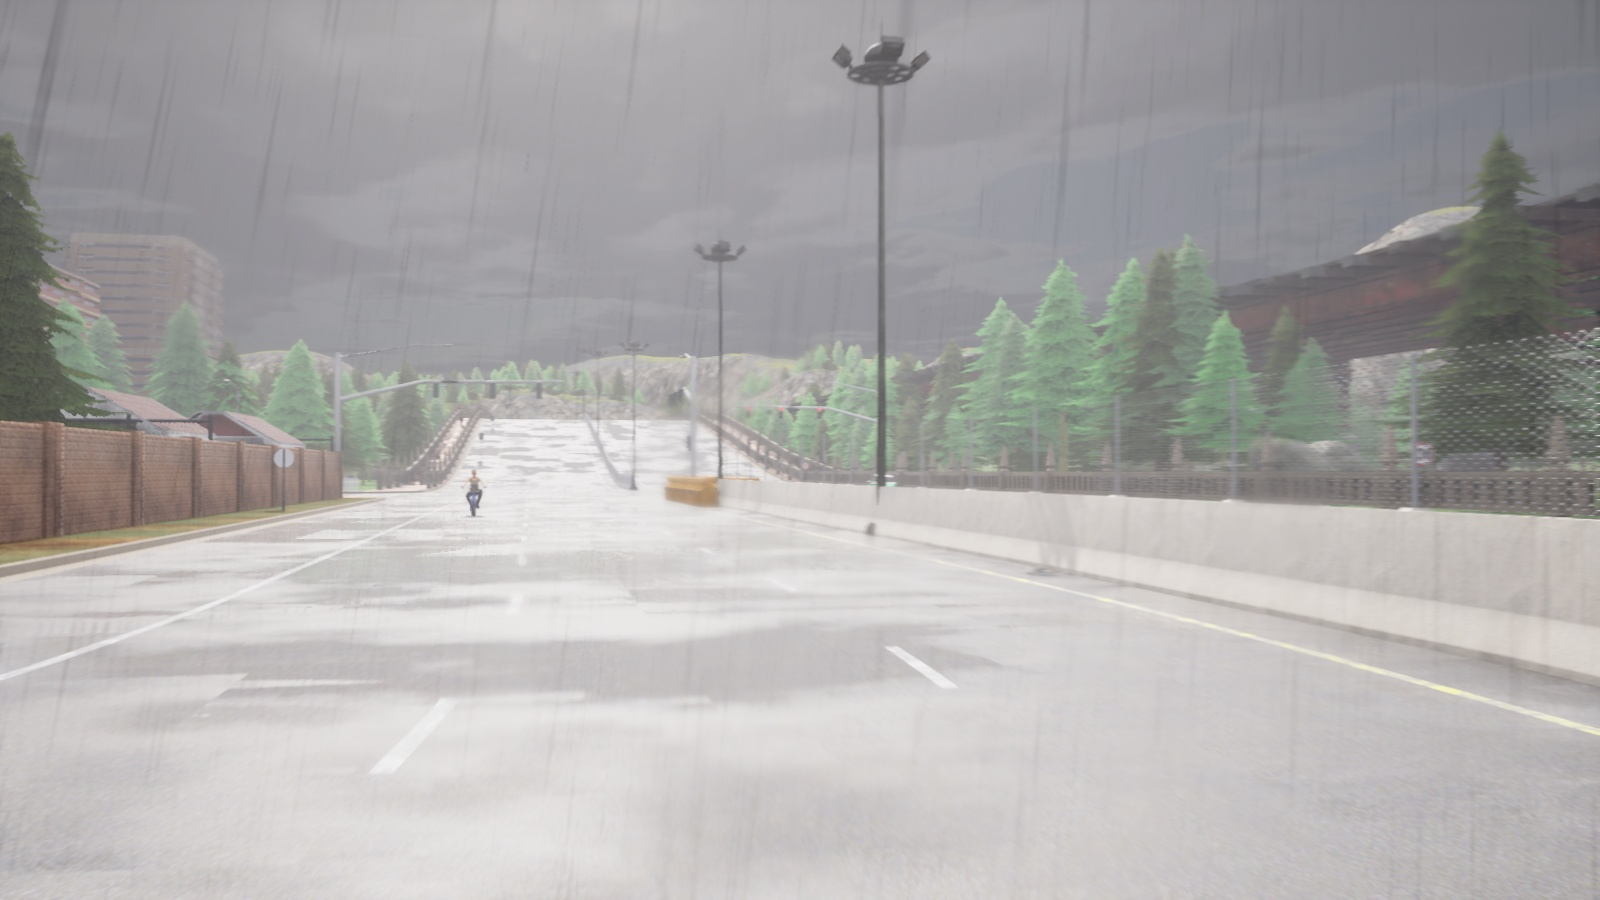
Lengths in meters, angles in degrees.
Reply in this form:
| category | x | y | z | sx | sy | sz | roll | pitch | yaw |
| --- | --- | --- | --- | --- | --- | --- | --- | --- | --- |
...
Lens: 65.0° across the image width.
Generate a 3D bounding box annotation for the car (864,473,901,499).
| category | x | y | z | sx | sy | sz | roll | pitch | yaw |
| --- | --- | --- | --- | --- | --- | --- | --- | --- | --- |
| car | 4.569 | 1.990 | 69.465 | 1.481 | 1.376 | 2.207 | 0 | -1 | -12 |
